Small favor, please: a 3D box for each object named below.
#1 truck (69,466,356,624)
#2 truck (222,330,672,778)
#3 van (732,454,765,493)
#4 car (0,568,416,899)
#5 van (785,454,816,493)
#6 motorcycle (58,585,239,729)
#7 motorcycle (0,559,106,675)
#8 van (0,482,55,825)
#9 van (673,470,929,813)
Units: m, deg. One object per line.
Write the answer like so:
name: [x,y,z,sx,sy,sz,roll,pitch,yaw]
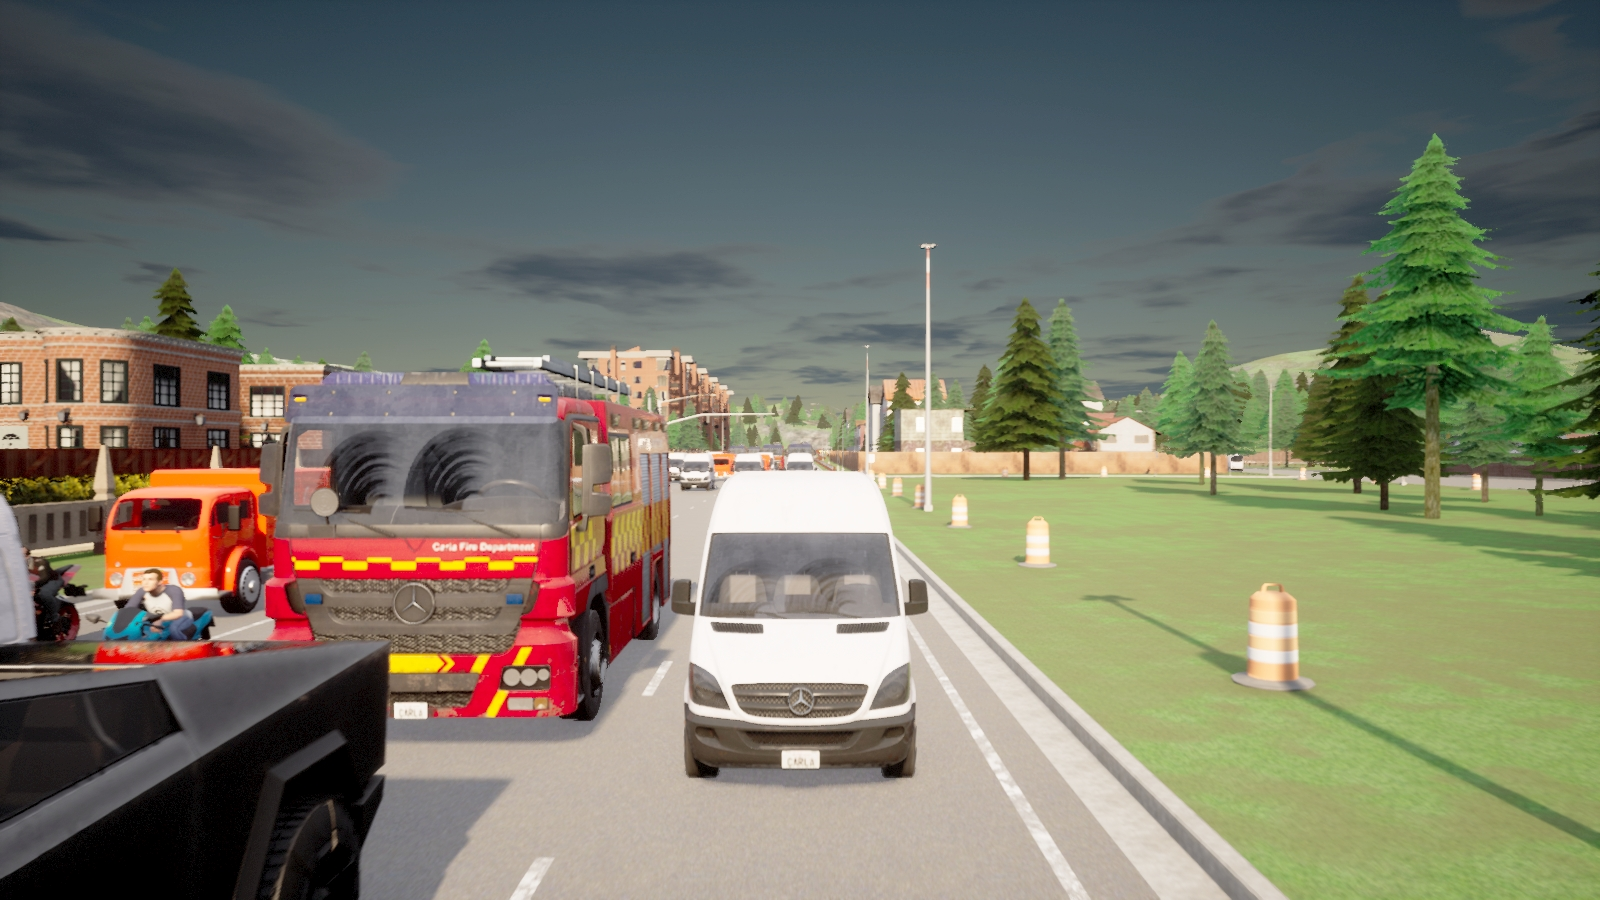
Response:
truck: [-10.498,1.568,21.049,2.627,2.467,5.204,0,0,0]
truck: [-3.493,0.890,14.001,2.891,3.827,8.468,0,0,0]
van: [-3.479,1.534,77.687,1.988,2.561,5.915,0,0,0]
car: [-3.499,1.754,3.713,2.390,2.098,6.274,0,0,0]
van: [0.022,1.534,77.231,1.988,2.561,5.915,0,0,0]
motorcycle: [-6.998,2.186,12.413,0.803,1.199,2.033,0,0,0]
motorcycle: [-10.519,2.205,15.495,0.867,1.251,2.209,0,0,0]
van: [-6.994,1.534,6.249,1.988,2.561,5.915,0,0,0]
van: [0.006,1.534,11.818,1.988,2.561,5.915,0,0,0]
